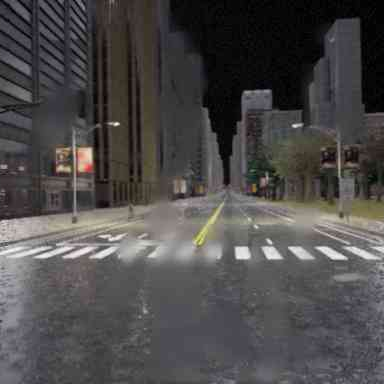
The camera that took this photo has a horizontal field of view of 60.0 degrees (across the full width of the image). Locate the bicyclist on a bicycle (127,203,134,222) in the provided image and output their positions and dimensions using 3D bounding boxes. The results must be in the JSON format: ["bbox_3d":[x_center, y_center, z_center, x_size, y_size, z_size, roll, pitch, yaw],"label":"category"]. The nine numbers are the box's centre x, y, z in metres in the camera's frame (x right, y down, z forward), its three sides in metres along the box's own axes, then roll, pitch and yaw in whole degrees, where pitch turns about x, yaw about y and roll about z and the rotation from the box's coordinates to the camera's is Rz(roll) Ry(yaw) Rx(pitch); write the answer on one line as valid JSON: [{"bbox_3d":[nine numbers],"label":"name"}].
[{"bbox_3d":[-5.398,1.787,29.291,0.582,1.620,1.656,-1,0,6],"label":"bicyclist on a bicycle"}]
